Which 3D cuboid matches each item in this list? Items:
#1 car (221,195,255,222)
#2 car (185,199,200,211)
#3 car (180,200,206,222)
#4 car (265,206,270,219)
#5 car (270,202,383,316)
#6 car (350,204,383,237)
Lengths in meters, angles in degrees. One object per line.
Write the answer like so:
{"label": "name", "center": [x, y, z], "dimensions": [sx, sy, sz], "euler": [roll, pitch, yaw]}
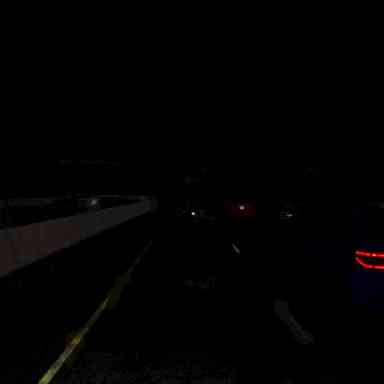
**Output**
{"label": "car", "center": [3.596, 1.239, 26.711], "dimensions": [2.150, 2.045, 5.566], "euler": [0, 0, 0]}
{"label": "car", "center": [0.021, 1.628, 43.018], "dimensions": [1.895, 1.301, 4.718], "euler": [0, 0, -1]}
{"label": "car", "center": [0.098, 1.581, 26.549], "dimensions": [1.994, 1.385, 4.181], "euler": [0, 0, 0]}
{"label": "car", "center": [7.098, 1.543, 26.439], "dimensions": [1.812, 1.442, 4.674], "euler": [0, 0, 0]}
{"label": "car", "center": [3.600, 1.227, 7.625], "dimensions": [2.150, 2.045, 5.566], "euler": [0, 0, 0]}
{"label": "car", "center": [10.598, 1.489, 17.779], "dimensions": [1.882, 1.535, 5.008], "euler": [0, 0, 0]}
